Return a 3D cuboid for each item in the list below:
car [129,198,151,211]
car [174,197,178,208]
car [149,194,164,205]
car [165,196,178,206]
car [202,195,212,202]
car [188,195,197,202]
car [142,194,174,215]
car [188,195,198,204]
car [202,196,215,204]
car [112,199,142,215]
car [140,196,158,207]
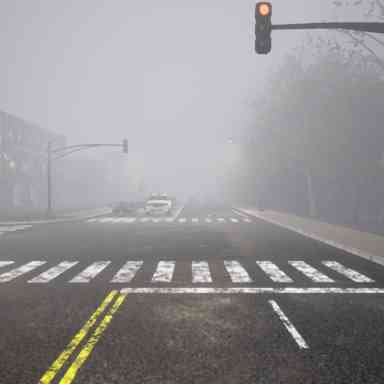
[{"bbox_3d":[-6.537,1.550,42.070,1.994,1.385,4.181,0,0,1],"label":"car"},{"bbox_3d":[-3.291,1.586,43.791,1.895,1.301,4.718,0,0,1],"label":"car"},{"bbox_3d":[-6.493,1.329,61.178,2.097,1.767,4.553,0,0,0],"label":"car"},{"bbox_3d":[-3.277,1.485,53.940,1.837,1.490,4.892,0,0,0],"label":"car"},{"bbox_3d":[3.335,1.510,74.740,2.033,1.411,5.357,0,0,0],"label":"car"},{"bbox_3d":[0.087,1.447,75.017,1.882,1.535,5.008,0,0,0],"label":"car"},{"bbox_3d":[-3.304,1.211,33.735,2.150,2.045,5.566,0,0,0],"label":"car"},{"bbox_3d":[0.172,1.467,64.707,2.128,1.511,4.902,0,0,0],"label":"car"},{"bbox_3d":[3.423,1.576,64.722,1.895,1.301,4.718,0,0,0],"label":"car"},{"bbox_3d":[-6.557,1.591,33.142,1.895,1.301,4.718,0,0,0],"label":"car"},{"bbox_3d":[-6.530,1.473,51.124,2.128,1.511,4.902,0,0,0],"label":"car"}]
